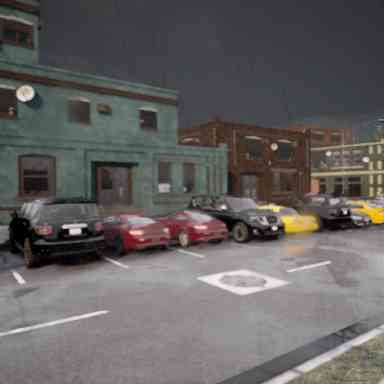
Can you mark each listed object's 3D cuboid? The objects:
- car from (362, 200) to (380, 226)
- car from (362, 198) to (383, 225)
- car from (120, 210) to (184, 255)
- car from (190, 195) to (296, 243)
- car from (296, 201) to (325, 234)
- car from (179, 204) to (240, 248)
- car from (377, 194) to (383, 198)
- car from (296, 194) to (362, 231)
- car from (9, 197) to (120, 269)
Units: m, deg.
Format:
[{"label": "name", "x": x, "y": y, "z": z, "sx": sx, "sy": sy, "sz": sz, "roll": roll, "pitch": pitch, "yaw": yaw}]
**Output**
[{"label": "car", "x": 8.758, "y": 1.407, "z": 21.216, "sx": 2.231, "sy": 1.521, "sz": 4.892, "roll": 0, "pitch": 0, "yaw": -35}, {"label": "car", "x": 10.927, "y": 1.399, "z": 22.747, "sx": 2.097, "sy": 1.535, "sz": 5.008, "roll": 0, "pitch": 0, "yaw": -35}, {"label": "car", "x": -2.554, "y": 1.488, "z": 13.147, "sx": 2.002, "sy": 1.452, "sz": 4.674, "roll": 0, "pitch": 0, "yaw": -35}, {"label": "car", "x": 1.885, "y": 1.178, "z": 16.277, "sx": 2.435, "sy": 2.045, "sz": 5.566, "roll": 0, "pitch": 0, "yaw": -35}, {"label": "car", "x": 4.127, "y": 1.417, "z": 18.137, "sx": 1.946, "sy": 1.575, "sz": 5.366, "roll": 0, "pitch": 0, "yaw": -35}, {"label": "car", "x": -0.343, "y": 1.478, "z": 14.721, "sx": 2.002, "sy": 1.452, "sz": 4.674, "roll": 0, "pitch": 0, "yaw": -35}, {"label": "car", "x": 13.270, "y": 1.266, "z": 24.461, "sx": 2.185, "sy": 1.767, "sz": 4.553, "roll": 0, "pitch": 0, "yaw": -35}, {"label": "car", "x": 6.481, "y": 1.162, "z": 19.623, "sx": 2.435, "sy": 2.045, "sz": 5.566, "roll": 0, "pitch": 0, "yaw": -35}, {"label": "car", "x": -4.837, "y": 1.208, "z": 11.559, "sx": 2.435, "sy": 2.045, "sz": 5.566, "roll": 0, "pitch": 0, "yaw": -35}]
